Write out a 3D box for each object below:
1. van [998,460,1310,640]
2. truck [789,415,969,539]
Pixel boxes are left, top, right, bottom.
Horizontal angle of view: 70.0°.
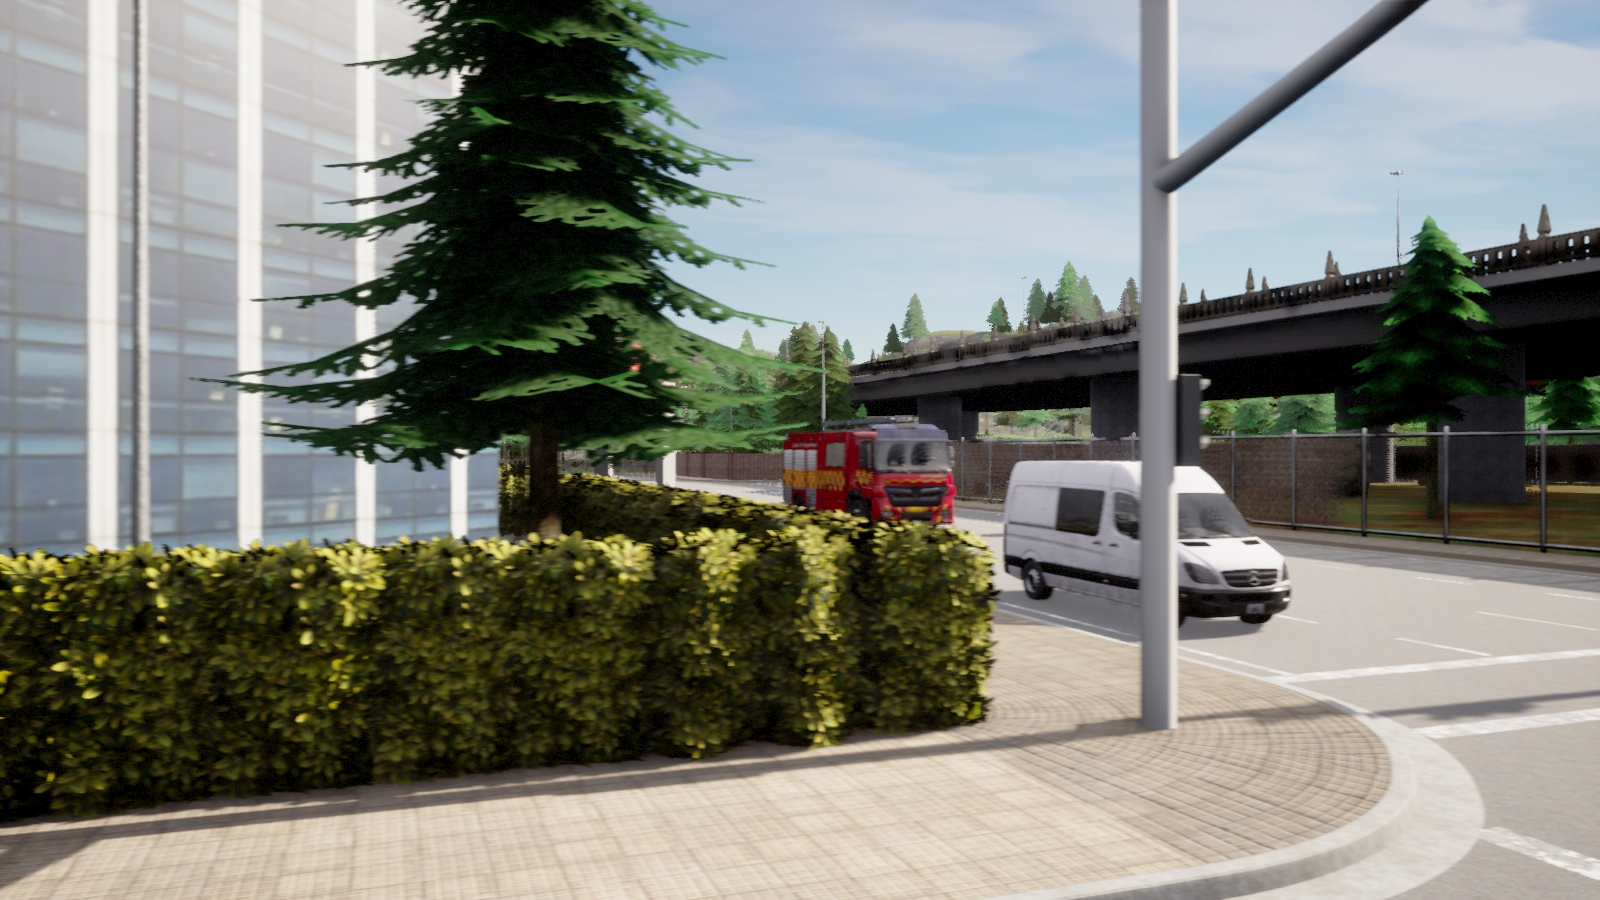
[{"bbox_3d":[5.773,1.480,19.717,1.988,2.561,5.915,0,0,-20],"label":"van"},{"bbox_3d":[2.465,0.836,39.647,2.891,3.827,8.468,0,0,-21],"label":"truck"}]
